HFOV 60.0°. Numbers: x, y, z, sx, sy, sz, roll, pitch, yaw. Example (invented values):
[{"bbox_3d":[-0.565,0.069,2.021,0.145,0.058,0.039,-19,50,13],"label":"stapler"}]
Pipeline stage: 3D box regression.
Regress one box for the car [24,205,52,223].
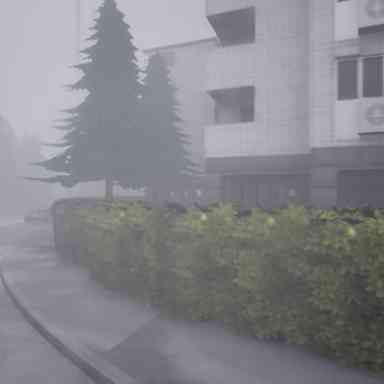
[{"bbox_3d":[-12.016,1.779,27.434,1.994,1.385,4.181,0,-1,-1],"label":"car"}]
